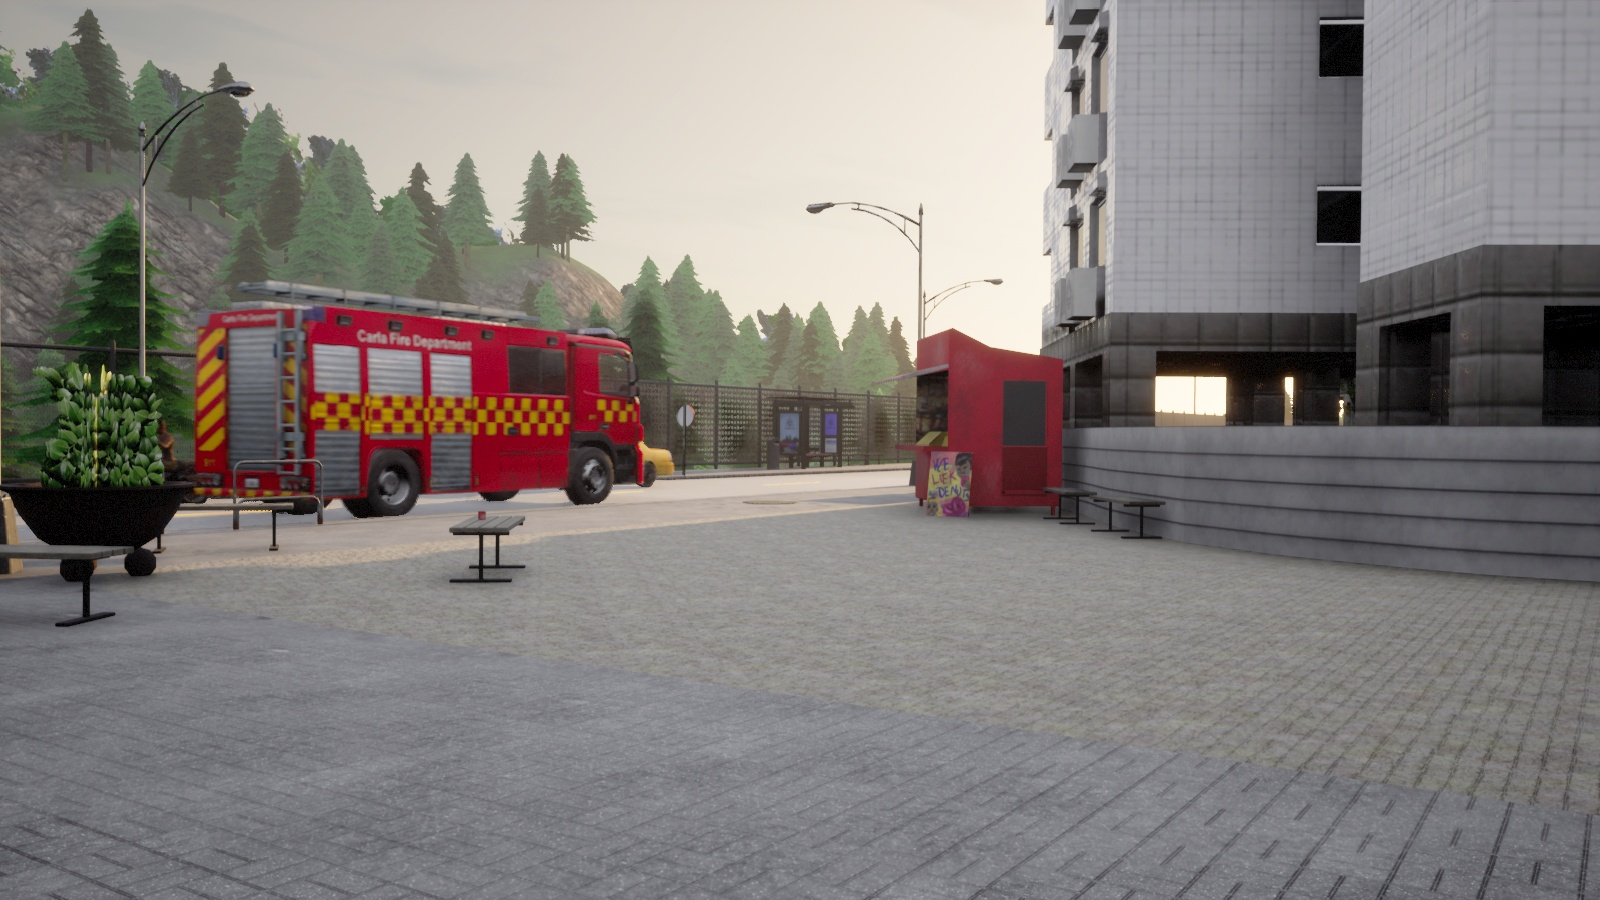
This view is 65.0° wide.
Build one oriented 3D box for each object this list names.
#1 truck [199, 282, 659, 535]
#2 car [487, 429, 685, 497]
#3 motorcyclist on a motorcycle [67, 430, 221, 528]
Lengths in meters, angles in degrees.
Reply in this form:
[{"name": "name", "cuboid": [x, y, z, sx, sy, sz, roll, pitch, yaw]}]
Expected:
[{"name": "truck", "cuboid": [-6.364, -0.696, 23.358, 2.891, 3.827, 8.468, 0, 1, 31]}, {"name": "car", "cuboid": [-5.348, 0.278, 32.145, 1.801, 1.575, 5.366, 0, 1, 34]}, {"name": "motorcyclist on a motorcycle", "cuboid": [-11.724, 0.478, 22.528, 0.766, 1.649, 2.350, 0, 1, 34]}]
